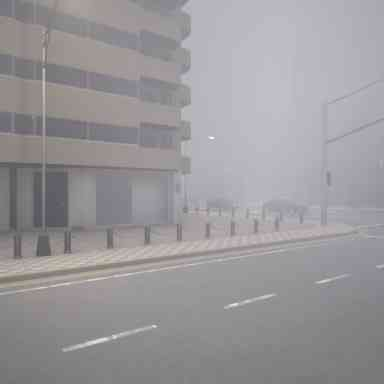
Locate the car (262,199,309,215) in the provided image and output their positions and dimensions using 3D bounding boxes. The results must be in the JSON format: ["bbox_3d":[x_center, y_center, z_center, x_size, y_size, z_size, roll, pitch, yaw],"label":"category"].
[{"bbox_3d":[9.359,1.428,33.598,1.882,1.535,5.008,0,0,-35],"label":"car"}]

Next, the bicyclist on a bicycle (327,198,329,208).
[{"bbox_3d":[17.308,1.253,43.052,1.656,1.620,0.582,0,0,-35],"label":"bicyclist on a bicycle"}]

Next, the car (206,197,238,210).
[{"bbox_3d":[3.697,1.442,41.618,2.128,1.511,4.902,0,0,-35],"label":"car"}]

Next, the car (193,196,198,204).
[{"bbox_3d":[-0.804,1.456,60.572,1.837,1.490,4.892,0,0,-34],"label":"car"}]

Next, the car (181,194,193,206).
[{"bbox_3d":[-2.506,1.442,50.537,2.128,1.511,4.902,0,0,-35],"label":"car"}]
